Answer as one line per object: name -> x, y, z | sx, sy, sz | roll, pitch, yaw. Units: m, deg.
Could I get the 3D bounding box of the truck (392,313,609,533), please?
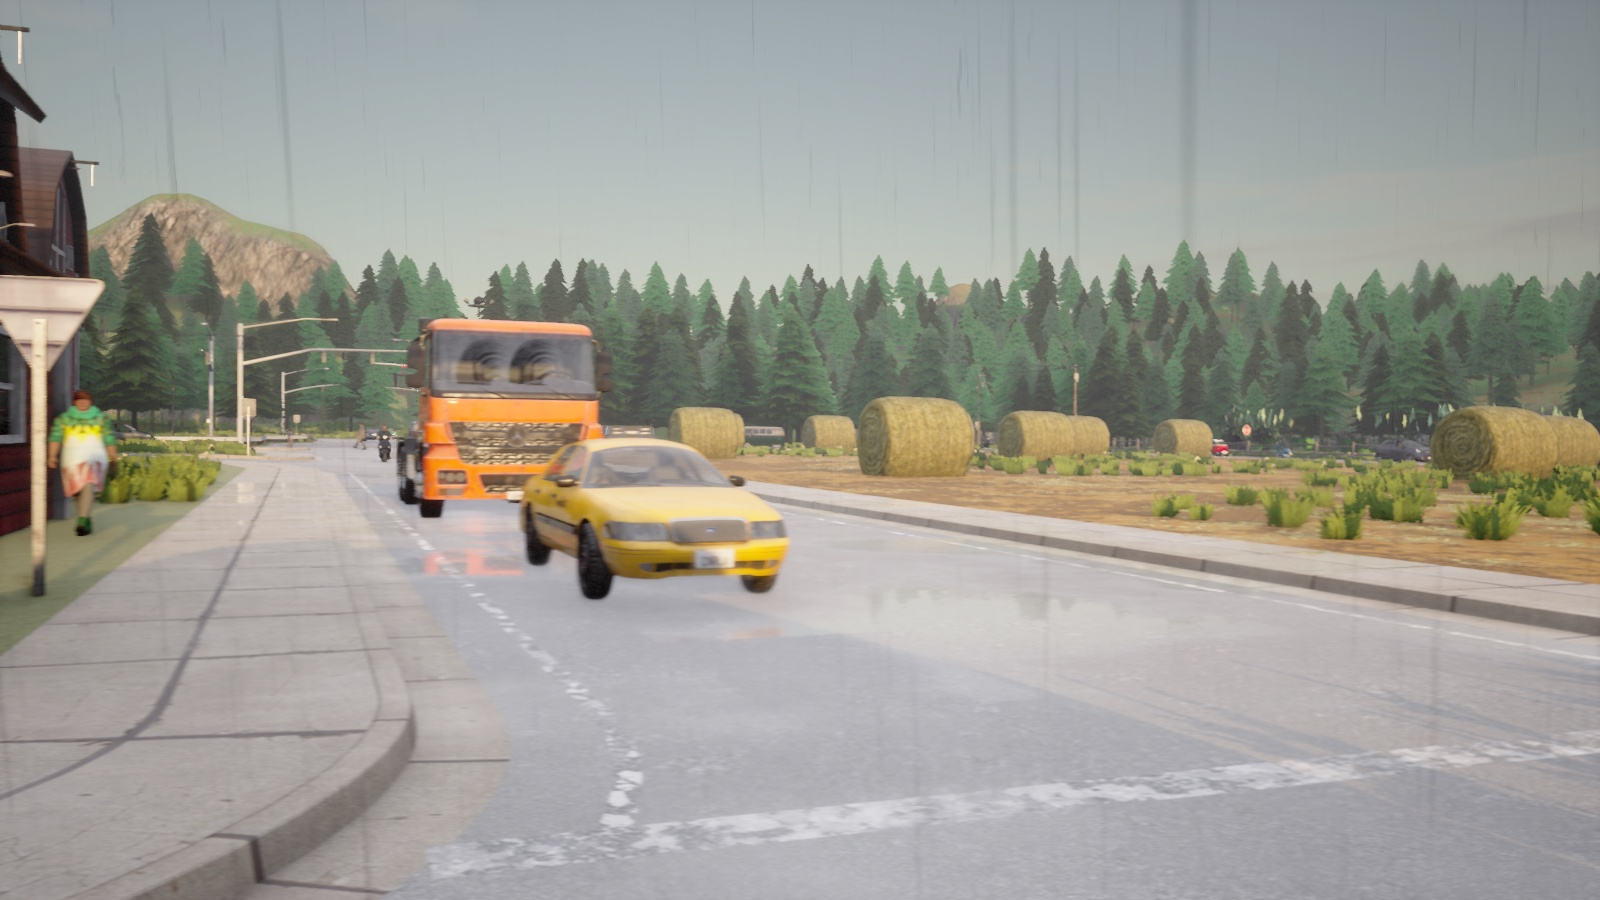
truck -> -5.990, -0.480, 23.980 | 2.891, 3.462, 7.936 | -1, 1, -22

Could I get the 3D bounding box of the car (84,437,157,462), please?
car -> -44.790, -0.035, 82.858 | 3.988, 1.617, 1.851 | -1, 1, -21

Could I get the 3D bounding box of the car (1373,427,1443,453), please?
car -> 37.011, -0.618, 76.480 | 1.845, 1.501, 3.633 | -1, 1, -18

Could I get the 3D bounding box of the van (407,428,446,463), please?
van -> -21.837, -0.290, 73.340 | 1.775, 1.987, 4.442 | -1, 1, -22

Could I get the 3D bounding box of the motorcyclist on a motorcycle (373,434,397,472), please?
motorcyclist on a motorcycle -> -17.544, 0.127, 53.076 | 0.866, 1.590, 1.817 | 0, -1, -22

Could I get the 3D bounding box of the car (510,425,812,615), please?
car -> -1.727, 0.551, 13.291 | 1.801, 1.575, 5.366 | -1, 1, -22

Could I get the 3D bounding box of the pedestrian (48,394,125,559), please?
pedestrian -> -8.747, 0.309, 15.421 | 0.659, 1.952, 0.873 | -1, 1, -21

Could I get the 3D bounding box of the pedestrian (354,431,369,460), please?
pedestrian -> -29.389, -0.317, 84.076 | 0.873, 1.952, 0.659 | -1, 1, -24
